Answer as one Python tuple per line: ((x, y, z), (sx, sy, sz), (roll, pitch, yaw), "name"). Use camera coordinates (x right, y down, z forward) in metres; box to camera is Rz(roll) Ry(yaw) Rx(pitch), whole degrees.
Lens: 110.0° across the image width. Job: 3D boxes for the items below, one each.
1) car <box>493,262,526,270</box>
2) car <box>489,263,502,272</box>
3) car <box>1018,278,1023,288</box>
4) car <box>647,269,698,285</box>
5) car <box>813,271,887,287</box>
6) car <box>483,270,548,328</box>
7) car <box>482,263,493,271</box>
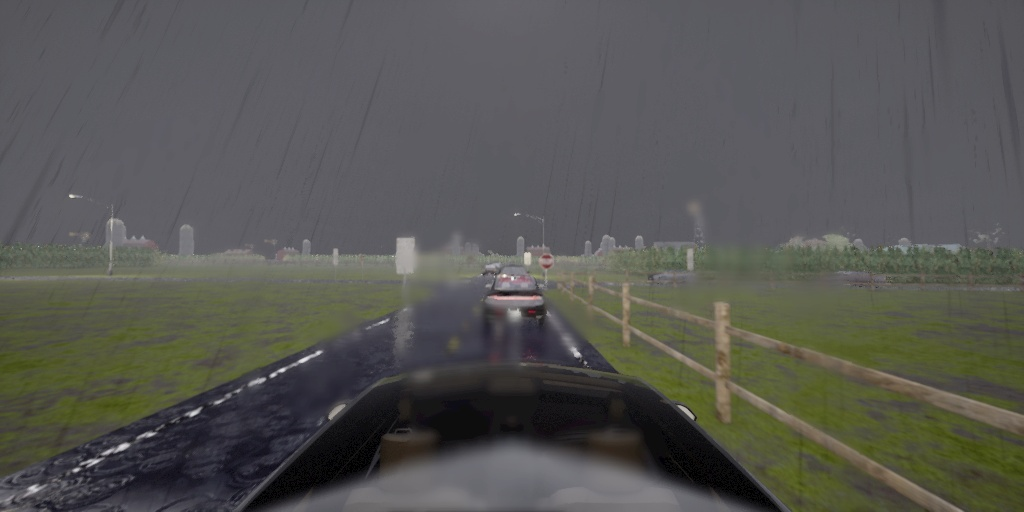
((0.109, 1.356, 22.416), (2.097, 1.767, 4.553), (0, -1, 0), "car")
((-2.783, 1.919, 60.388), (1.882, 1.535, 5.008), (0, -1, 0), "car")
((49.138, 2.270, 32.462), (4.902, 1.511, 2.128), (1, -1, 0), "car")
((14.595, 1.896, 32.706), (4.181, 1.385, 1.994), (1, -1, 0), "car")
((30.706, 2.070, 32.638), (5.357, 1.411, 2.033), (1, -1, 0), "car")
((0.105, 1.369, 11.926), (2.128, 1.511, 4.902), (0, -1, 0), "car")
((-2.820, 1.844, 47.433), (2.033, 1.411, 5.357), (0, -1, 0), "car")
